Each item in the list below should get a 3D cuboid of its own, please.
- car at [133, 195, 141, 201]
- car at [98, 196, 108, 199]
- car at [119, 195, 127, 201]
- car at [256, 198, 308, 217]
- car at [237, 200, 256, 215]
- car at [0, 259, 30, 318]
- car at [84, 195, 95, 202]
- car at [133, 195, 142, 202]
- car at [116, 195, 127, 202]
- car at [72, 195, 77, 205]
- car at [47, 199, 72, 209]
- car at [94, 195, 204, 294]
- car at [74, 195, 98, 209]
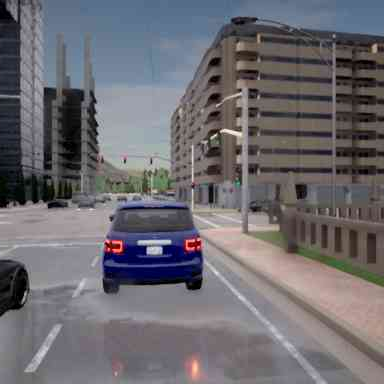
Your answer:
[{"bbox_3d":[-14.472,1.513,87.273,2.033,1.411,5.357,0,0,-10],"label":"car"},{"bbox_3d":[-17.266,1.509,61.901,1.812,1.442,4.674,0,0,-9],"label":"car"},{"bbox_3d":[-17.922,1.526,86.681,1.994,1.385,4.181,0,0,-10],"label":"car"},{"bbox_3d":[8.797,1.401,31.231,4.553,1.767,2.097,0,0,-10],"label":"car"},{"bbox_3d":[7.053,1.547,34.477,4.892,1.490,1.837,-1,0,-10],"label":"car"},{"bbox_3d":[-4.092,1.563,5.076,1.994,1.385,4.181,0,0,-7],"label":"car"},{"bbox_3d":[-23.059,1.498,75.220,1.812,1.442,4.674,0,0,-10],"label":"car"},{"bbox_3d":[-12.772,1.528,77.356,1.994,1.385,4.181,0,0,-10],"label":"car"},{"bbox_3d":[-16.202,1.505,76.651,2.128,1.511,4.902,0,0,-10],"label":"car"},{"bbox_3d":[-20.576,1.336,60.446,2.097,1.767,4.553,0,0,-9],"label":"car"},{"bbox_3d":[-17.867,1.589,44.398,1.895,1.301,4.718,0,0,-10],"label":"car"},{"bbox_3d":[-1.088,1.219,9.059,2.150,2.045,5.566,0,0,-8],"label":"car"},{"bbox_3d":[-14.644,1.488,46.328,1.837,1.490,4.892,0,1,-10],"label":"car"}]
